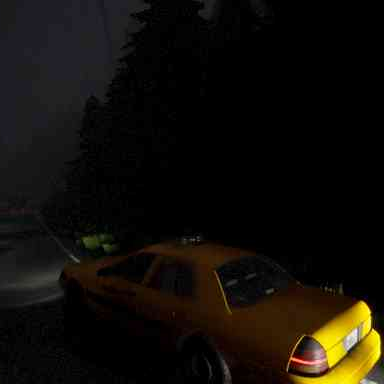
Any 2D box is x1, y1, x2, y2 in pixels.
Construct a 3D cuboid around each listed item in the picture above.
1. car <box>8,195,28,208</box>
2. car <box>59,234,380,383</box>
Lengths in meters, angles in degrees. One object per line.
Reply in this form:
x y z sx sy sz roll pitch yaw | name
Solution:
-20.977 1.058 40.162 2.128 1.511 4.902 -2 2 -26 | car
-0.236 1.417 5.107 5.366 1.575 1.801 1 1 45 | car
